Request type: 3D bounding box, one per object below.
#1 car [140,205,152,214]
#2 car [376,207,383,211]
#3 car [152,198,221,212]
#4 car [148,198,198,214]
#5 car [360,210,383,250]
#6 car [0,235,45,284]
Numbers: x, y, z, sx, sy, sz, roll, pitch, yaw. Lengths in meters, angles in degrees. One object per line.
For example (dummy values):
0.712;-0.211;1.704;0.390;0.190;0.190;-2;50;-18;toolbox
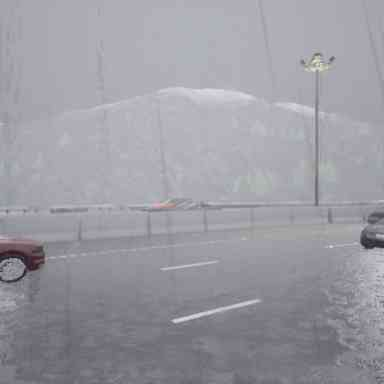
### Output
-1.835;1.568;27.509;4.718;1.301;1.895;0;0;-30;car
12.170;1.513;19.002;4.892;1.490;1.837;0;0;-28;car
-0.040;1.466;24.492;4.902;1.511;2.128;0;0;-30;car
-1.984;1.436;35.442;5.008;1.535;1.882;0;0;-29;car
8.583;1.570;13.074;4.181;1.385;1.994;0;0;-30;car
-6.189;1.454;7.848;5.008;1.535;1.882;0;0;-36;car
